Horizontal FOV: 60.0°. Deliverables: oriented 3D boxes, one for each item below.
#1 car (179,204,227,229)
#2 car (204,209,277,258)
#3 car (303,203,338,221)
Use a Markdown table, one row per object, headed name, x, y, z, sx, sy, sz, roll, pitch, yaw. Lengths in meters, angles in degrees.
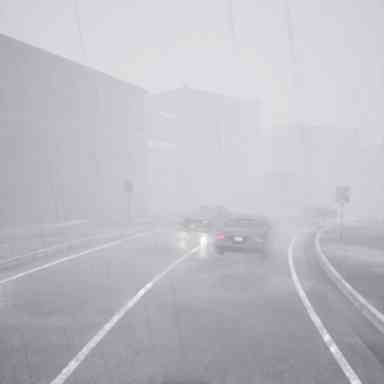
| name | x | y | z | sx | sy | sz | roll | pitch | yaw |
| --- | --- | --- | --- | --- | --- | --- | --- | --- | --- |
| car | 1.109 | 1.476 | 20.539 | 2.033 | 1.411 | 5.357 | 2 | 1 | 24 |
| car | 2.229 | 1.573 | 13.092 | 2.033 | 1.411 | 5.357 | 2 | 0 | 17 |
| car | 11.913 | 1.767 | 30.616 | 1.882 | 1.535 | 5.008 | 4 | 1 | 39 |
